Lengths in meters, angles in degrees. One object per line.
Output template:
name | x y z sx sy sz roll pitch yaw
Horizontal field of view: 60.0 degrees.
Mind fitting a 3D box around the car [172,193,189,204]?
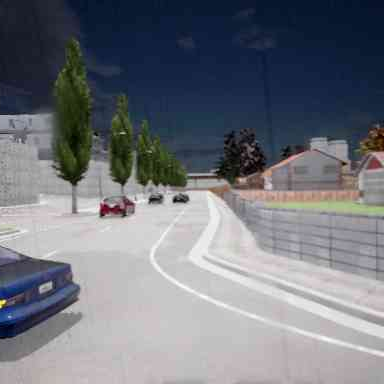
car | -1.856 0.981 49.844 1.994 1.385 4.181 -1 1 3

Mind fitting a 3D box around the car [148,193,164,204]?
car | -5.345 0.955 49.924 2.128 1.511 4.902 -1 1 2

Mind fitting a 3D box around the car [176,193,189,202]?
car | -1.634 0.876 58.237 1.994 1.385 4.181 -1 1 2

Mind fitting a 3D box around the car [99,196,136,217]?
car | -6.151 1.092 27.931 2.097 1.767 4.553 -1 1 2

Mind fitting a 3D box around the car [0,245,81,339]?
car | -4.669 1.536 5.715 5.357 1.411 2.033 -1 1 14
